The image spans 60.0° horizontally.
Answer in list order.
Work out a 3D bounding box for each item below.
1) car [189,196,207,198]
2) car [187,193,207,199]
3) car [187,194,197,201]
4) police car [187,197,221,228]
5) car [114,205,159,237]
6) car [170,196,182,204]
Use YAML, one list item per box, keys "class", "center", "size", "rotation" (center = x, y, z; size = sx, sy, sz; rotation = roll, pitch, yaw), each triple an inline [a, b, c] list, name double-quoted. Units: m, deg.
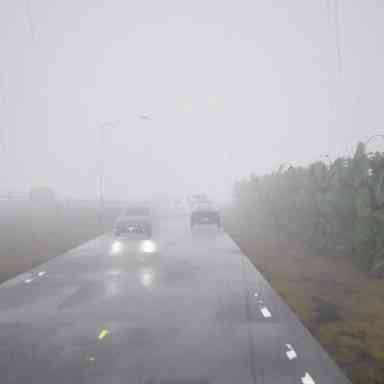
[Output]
- class: "car"
  center: [0.810, 1.456, 31.959]
  size: [1.837, 1.490, 4.892]
  rotation: [0, 0, 0]
- class: "car"
  center: [0.805, 1.157, 37.988]
  size: [2.150, 2.045, 5.566]
  rotation: [0, 0, 0]
- class: "car"
  center: [-0.034, 1.266, 73.759]
  size: [2.128, 1.511, 4.902]
  rotation: [0, 0, 0]
- class: "police car"
  center: [0.815, 1.397, 22.069]
  size: [1.930, 1.638, 5.238]
  rotation: [0, 0, 0]
- class: "car"
  center: [-2.857, 1.484, 17.956]
  size: [1.837, 1.490, 4.892]
  rotation: [0, 0, 0]
- class: "car"
  center: [-2.817, 1.404, 59.238]
  size: [1.812, 1.442, 4.674]
  rotation: [0, 0, 1]
